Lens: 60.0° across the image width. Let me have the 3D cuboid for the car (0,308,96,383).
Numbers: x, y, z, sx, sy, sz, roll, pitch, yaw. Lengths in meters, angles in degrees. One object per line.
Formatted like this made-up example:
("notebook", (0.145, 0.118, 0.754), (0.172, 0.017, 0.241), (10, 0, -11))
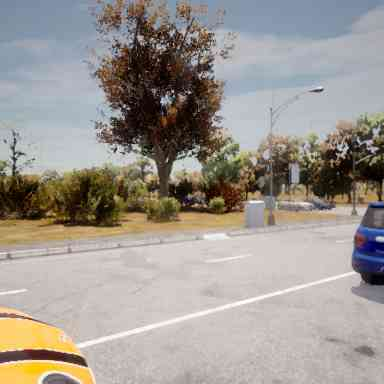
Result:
("car", (-2.800, 1.357, 1.747), (4.553, 1.767, 2.097), (-1, 0, -35))

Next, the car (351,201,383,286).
("car", (6.187, 1.215, 8.170), (5.566, 2.045, 2.150), (0, 0, -35))

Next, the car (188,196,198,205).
("car", (0.537, 1.402, 58.029), (1.882, 1.535, 5.008), (0, 0, -34))

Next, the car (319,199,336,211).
("car", (15.249, 1.527, 41.696), (2.033, 1.411, 5.357), (0, 0, -32))

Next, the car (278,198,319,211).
("car", (12.343, 1.507, 39.738), (1.812, 1.442, 4.674), (0, 0, -32))

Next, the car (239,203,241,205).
("car", (6.302, 1.437, 55.660), (2.128, 1.511, 4.902), (0, 0, -33))
